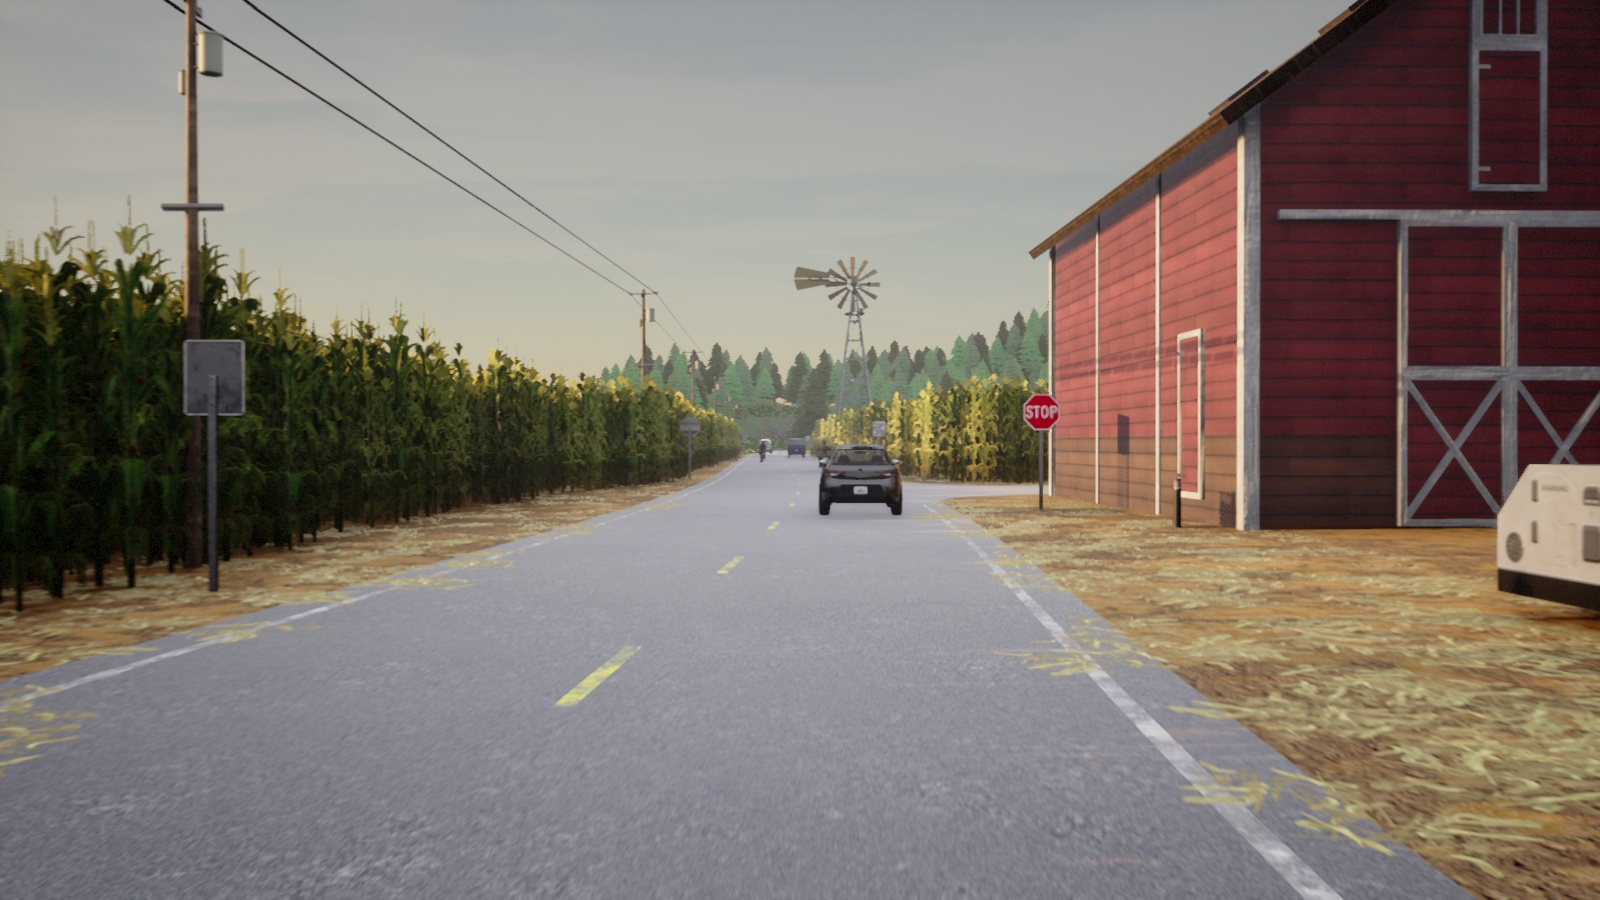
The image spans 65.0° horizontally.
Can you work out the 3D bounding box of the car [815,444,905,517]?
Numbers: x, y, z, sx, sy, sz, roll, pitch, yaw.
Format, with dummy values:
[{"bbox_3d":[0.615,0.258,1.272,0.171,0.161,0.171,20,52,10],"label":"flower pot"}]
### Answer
[{"bbox_3d":[1.286,0.607,27.428,1.816,1.474,4.193,0,0,2],"label":"car"}]
